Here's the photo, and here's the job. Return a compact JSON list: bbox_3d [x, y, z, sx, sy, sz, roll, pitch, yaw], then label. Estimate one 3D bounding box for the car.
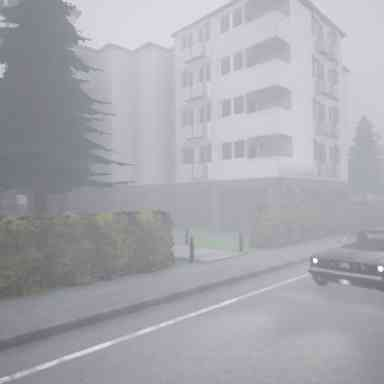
[{"bbox_3d":[5.033,1.744,9.064,4.718,1.301,1.895,1,-2,-44],"label":"car"}]
